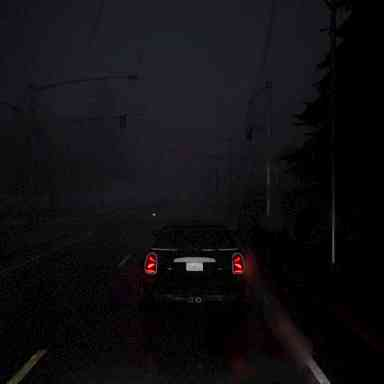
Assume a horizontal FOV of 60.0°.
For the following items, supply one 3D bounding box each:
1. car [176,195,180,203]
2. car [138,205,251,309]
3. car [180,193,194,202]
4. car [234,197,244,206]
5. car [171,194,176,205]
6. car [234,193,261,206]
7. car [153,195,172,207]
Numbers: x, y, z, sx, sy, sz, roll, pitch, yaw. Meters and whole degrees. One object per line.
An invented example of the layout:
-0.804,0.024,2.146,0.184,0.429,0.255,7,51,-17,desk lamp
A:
-4.126,1.321,69.349,2.097,1.767,4.553,0,0,-1,car
0.072,1.352,8.047,2.097,1.767,4.553,0,0,1,car
-0.841,1.554,73.411,1.895,1.301,4.718,0,0,-7,car
8.915,1.144,48.761,4.605,1.855,1.932,0,0,-1,car
-4.055,1.476,54.664,1.837,1.490,4.892,0,0,0,car
8.504,1.146,51.272,3.866,1.878,1.905,0,0,-1,car
-3.986,1.496,43.622,1.812,1.442,4.674,0,0,0,car
